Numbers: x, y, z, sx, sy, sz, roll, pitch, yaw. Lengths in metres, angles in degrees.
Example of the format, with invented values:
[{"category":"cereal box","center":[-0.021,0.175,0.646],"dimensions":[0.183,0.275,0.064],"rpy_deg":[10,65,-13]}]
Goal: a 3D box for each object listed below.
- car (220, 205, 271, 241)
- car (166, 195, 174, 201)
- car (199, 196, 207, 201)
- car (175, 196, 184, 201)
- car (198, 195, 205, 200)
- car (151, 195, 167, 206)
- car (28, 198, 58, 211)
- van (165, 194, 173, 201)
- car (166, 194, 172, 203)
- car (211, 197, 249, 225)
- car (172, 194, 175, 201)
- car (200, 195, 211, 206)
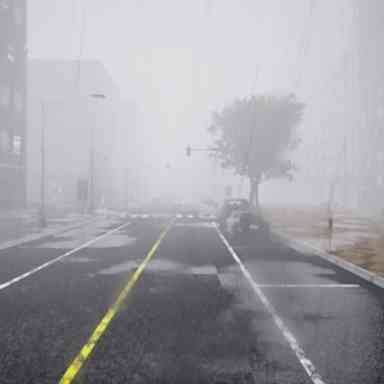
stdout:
[{"category":"car","center":[2.694,1.554,16.510],"dimensions":[1.947,1.339,4.313],"rpy_deg":[0,0,0]},{"category":"car","center":[-5.681,1.575,87.618],"dimensions":[1.802,1.307,4.206],"rpy_deg":[0,0,0]},{"category":"car","center":[2.699,1.571,82.084],"dimensions":[1.802,1.307,4.206],"rpy_deg":[0,0,0]},{"category":"car","center":[-2.993,1.582,84.412],"dimensions":[1.895,1.301,4.718],"rpy_deg":[0,0,0]},{"category":"car","center":[2.700,1.523,93.320],"dimensions":[1.752,1.417,4.829],"rpy_deg":[0,0,0]},{"category":"car","center":[-5.684,1.527,54.422],"dimensions":[2.008,1.369,4.403],"rpy_deg":[0,0,0]},{"category":"car","center":[-16.422,1.319,35.017],"dimensions":[4.403,1.369,2.008],"rpy_deg":[1,-1,-1]},{"category":"van","center":[-5.681,1.331,82.086],"dimensions":[1.690,1.788,3.998],"rpy_deg":[0,0,0]},{"category":"car","center":[-5.683,1.530,65.488],"dimensions":[2.008,1.369,4.403],"rpy_deg":[0,0,0]},{"category":"car","center":[2.695,1.299,22.033],"dimensions":[2.192,1.841,5.009],"rpy_deg":[0,0,0]},{"category":"car","center":[-5.682,1.426,76.553],"dimensions":[1.967,1.590,4.097],"rpy_deg":[0,0,0]},{"category":"car","center":[2.697,1.521,54.421],"dimensions":[1.887,1.381,4.507],"rpy_deg":[0,0,0]}]
